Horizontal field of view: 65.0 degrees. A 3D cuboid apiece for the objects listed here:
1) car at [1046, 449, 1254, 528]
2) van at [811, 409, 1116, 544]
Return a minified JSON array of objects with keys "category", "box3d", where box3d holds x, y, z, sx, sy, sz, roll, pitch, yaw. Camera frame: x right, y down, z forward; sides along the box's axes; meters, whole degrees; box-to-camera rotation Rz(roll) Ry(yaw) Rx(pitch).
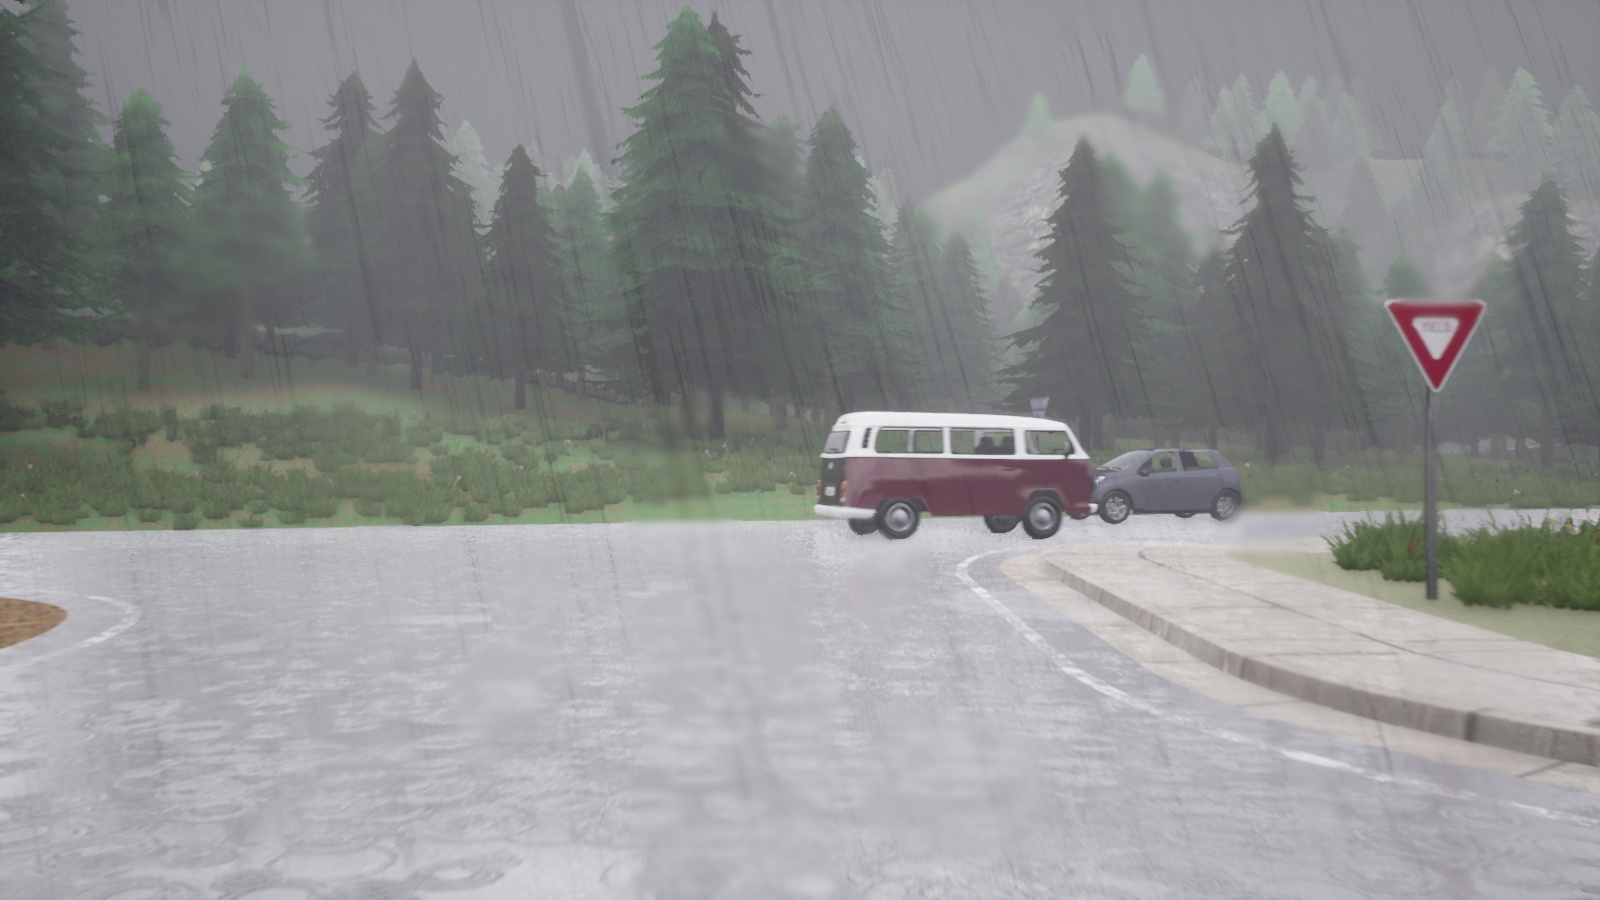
[{"category":"car","box3d":[7.061,0.738,25.435,3.633,1.501,1.845,0,0,-16]},{"category":"van","box3d":[2.628,0.416,20.525,4.480,2.038,2.069,0,0,-16]}]
